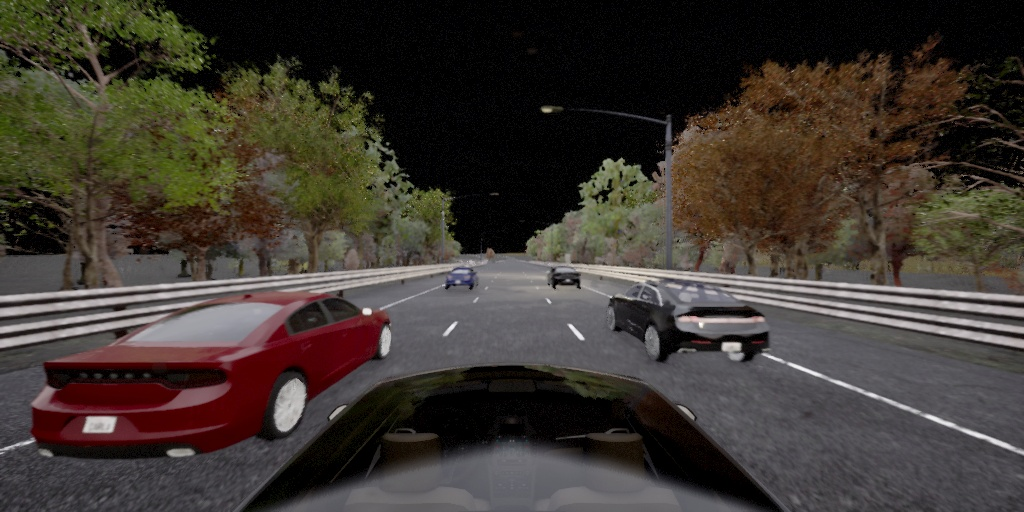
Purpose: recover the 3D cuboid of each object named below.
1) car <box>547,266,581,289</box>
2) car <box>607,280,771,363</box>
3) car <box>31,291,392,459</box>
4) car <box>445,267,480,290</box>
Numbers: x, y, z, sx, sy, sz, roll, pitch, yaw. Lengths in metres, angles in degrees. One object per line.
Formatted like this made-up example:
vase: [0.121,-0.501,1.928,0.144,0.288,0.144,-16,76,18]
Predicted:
car: [3.590,1.451,25.481,1.882,1.535,5.008,0,-1,0]
car: [3.596,1.303,8.304,2.128,1.511,4.902,0,-1,0]
car: [-3.405,1.261,5.440,1.882,1.535,5.008,0,0,0]
car: [-3.409,1.493,24.899,1.812,1.442,4.674,0,-1,0]
